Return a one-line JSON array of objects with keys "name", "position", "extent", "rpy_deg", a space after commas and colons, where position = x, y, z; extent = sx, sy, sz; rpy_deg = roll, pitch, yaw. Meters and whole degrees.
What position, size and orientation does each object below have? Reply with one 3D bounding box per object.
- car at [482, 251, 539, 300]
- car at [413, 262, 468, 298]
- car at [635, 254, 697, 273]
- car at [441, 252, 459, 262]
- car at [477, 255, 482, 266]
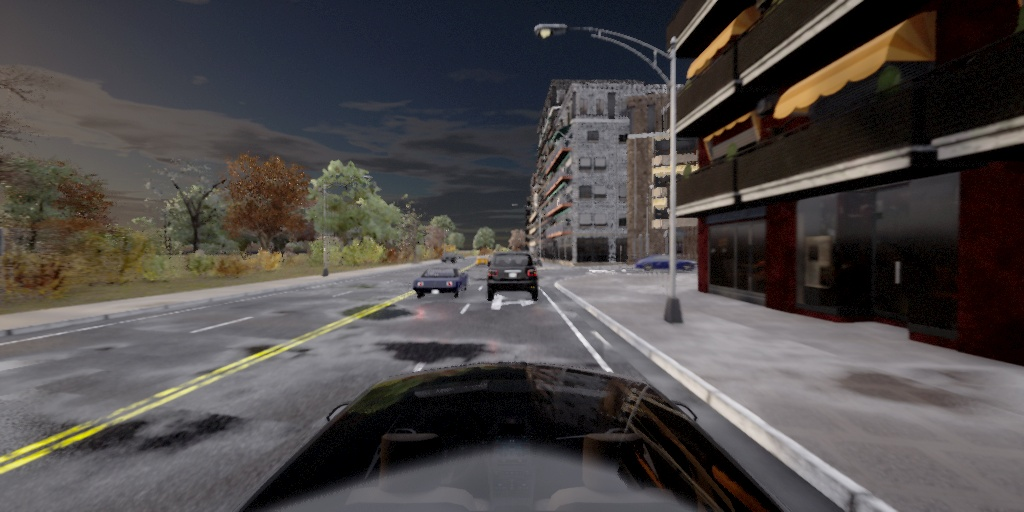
[{"name": "car", "position": [0.026, 0.789, 16.618], "extent": [2.150, 2.045, 5.566], "rpy_deg": [0, 1, 0]}, {"name": "car", "position": [-3.224, 1.174, 17.173], "extent": [1.895, 1.301, 4.718], "rpy_deg": [0, 1, -1]}, {"name": "car", "position": [12.366, 0.574, 28.918], "extent": [4.674, 1.442, 1.812], "rpy_deg": [-1, 0, 16]}, {"name": "car", "position": [-11.338, 0.277, 64.441], "extent": [2.150, 2.045, 5.566], "rpy_deg": [0, 1, -2]}, {"name": "car", "position": [-4.250, 0.628, 53.439], "extent": [1.882, 1.535, 5.008], "rpy_deg": [0, 1, -3]}]
